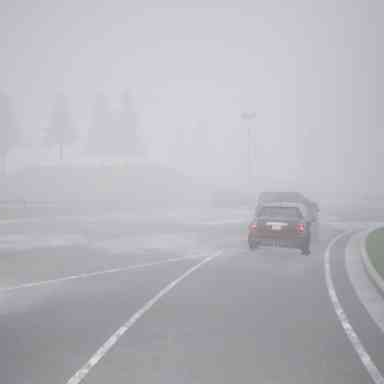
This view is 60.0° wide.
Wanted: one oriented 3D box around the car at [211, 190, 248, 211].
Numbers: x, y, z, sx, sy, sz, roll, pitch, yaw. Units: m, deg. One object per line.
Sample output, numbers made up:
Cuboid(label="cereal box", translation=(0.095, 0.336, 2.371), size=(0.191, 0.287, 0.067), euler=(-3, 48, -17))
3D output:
Cuboid(label="car", translation=(4.452, 0.840, 35.281), size=(5.566, 2.045, 2.150), euler=(0, 1, -40))

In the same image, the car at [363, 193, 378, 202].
Cuboid(label="car", translation=(31.985, 0.889, 58.834), size=(4.892, 1.490, 1.837), euler=(0, 1, -40))

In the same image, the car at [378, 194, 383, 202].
Cuboid(label="car", translation=(33.395, 0.899, 55.464), size=(5.008, 1.535, 1.882), euler=(0, 1, -40))

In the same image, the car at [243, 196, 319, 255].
Cuboid(label="car", translation=(3.758, 1.211, 13.139), size=(2.097, 1.767, 4.553), euler=(1, 1, 25))

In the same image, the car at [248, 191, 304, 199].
Cuboid(label="car", translation=(6.747, 0.970, 23.444), size=(5.566, 2.045, 2.150), euler=(0, 1, -40))
